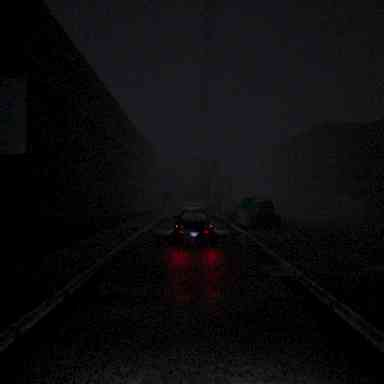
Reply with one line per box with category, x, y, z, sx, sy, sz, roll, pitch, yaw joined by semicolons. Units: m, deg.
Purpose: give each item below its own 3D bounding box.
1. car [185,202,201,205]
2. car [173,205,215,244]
car;0.092;1.721;31.941;1.882;1.535;5.008;0;-1;0
car;0.081;1.570;16.050;1.812;1.442;4.674;0;0;0
